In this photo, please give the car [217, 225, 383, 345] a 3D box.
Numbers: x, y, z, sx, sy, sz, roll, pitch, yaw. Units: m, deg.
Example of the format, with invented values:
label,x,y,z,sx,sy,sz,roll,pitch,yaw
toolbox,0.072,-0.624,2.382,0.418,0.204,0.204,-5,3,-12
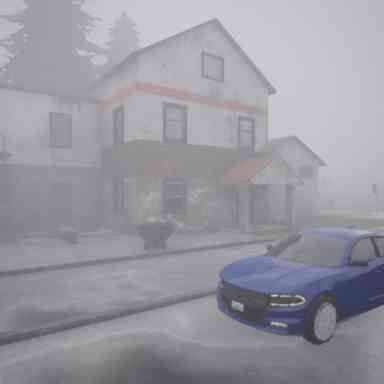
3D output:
label,x,y,z,sx,sy,sz,roll,pitch,yaw
car,2.729,1.476,6.572,5.008,1.535,1.882,0,0,-36
